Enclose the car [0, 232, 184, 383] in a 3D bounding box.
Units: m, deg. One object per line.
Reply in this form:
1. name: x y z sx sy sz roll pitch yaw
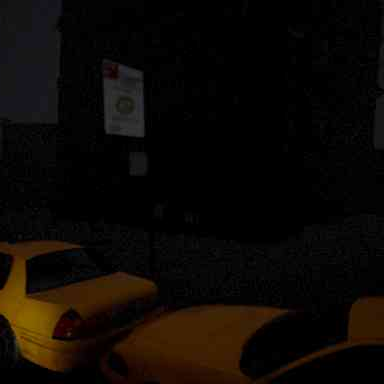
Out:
1. car: -2.910 1.454 5.616 5.366 1.575 1.946 0 0 36
